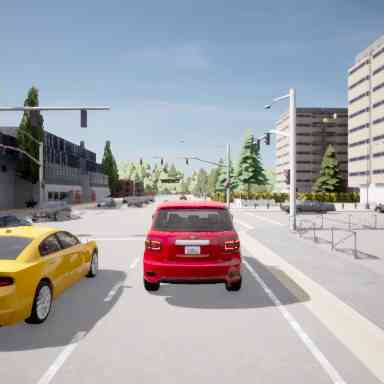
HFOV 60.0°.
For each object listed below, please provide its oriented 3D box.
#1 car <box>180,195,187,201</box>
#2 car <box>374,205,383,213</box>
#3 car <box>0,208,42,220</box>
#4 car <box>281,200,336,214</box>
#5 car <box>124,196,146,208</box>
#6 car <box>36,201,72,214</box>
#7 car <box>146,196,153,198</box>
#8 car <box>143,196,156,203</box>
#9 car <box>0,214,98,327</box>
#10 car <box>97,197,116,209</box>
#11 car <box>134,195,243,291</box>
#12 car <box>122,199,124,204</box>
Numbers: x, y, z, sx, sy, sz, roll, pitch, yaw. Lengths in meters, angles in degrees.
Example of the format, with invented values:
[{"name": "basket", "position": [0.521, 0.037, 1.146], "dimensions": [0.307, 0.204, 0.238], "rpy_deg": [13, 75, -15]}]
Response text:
[{"name": "car", "position": [-2.338, 1.524, 87.216], "dimensions": [1.812, 1.442, 4.674], "rpy_deg": [0, 0, -2]}, {"name": "car", "position": [22.166, 1.547, 34.908], "dimensions": [5.357, 1.411, 2.033], "rpy_deg": [0, 0, -2]}, {"name": "car", "position": [-7.202, 1.505, 11.321], "dimensions": [1.837, 1.490, 4.892], "rpy_deg": [0, 0, -1]}, {"name": "car", "position": [12.083, 1.547, 34.603], "dimensions": [5.357, 1.411, 2.033], "rpy_deg": [0, 0, -2]}, {"name": "car", "position": [-8.391, 1.505, 49.302], "dimensions": [1.837, 1.490, 4.892], "rpy_deg": [0, 0, -2]}, {"name": "car", "position": [-11.127, 1.504, 26.700], "dimensions": [1.837, 1.490, 4.892], "rpy_deg": [0, 0, -2]}, {"name": "car", "position": [-8.649, 1.491, 59.513], "dimensions": [2.128, 1.511, 4.902], "rpy_deg": [0, 0, -1]}, {"name": "car", "position": [-8.864, 1.540, 69.877], "dimensions": [2.033, 1.411, 5.357], "rpy_deg": [0, 0, -2]}, {"name": "car", "position": [-3.478, 1.478, 7.147], "dimensions": [1.882, 1.535, 5.008], "rpy_deg": [0, 0, 0]}, {"name": "car", "position": [-11.799, 1.491, 46.073], "dimensions": [2.128, 1.511, 4.902], "rpy_deg": [0, 0, -2]}, {"name": "car", "position": [0.016, 1.221, 9.135], "dimensions": [2.150, 2.045, 5.566], "rpy_deg": [0, 0, 0]}, {"name": "car", "position": [-12.243, 1.547, 64.893], "dimensions": [2.033, 1.411, 5.357], "rpy_deg": [0, 0, -1]}]
